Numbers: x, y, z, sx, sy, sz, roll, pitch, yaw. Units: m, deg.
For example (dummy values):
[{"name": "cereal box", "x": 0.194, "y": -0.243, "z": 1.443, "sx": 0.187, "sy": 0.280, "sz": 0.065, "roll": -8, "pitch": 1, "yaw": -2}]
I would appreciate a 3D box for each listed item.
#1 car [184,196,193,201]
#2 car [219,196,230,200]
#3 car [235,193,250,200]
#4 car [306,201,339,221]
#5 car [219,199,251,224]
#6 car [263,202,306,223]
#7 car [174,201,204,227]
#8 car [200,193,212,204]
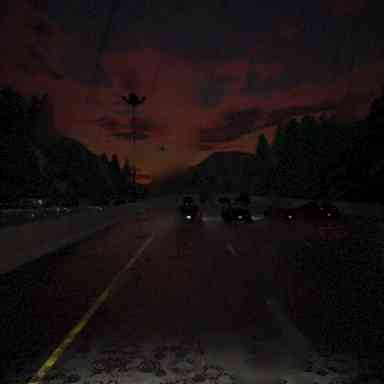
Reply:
[{"name": "car", "x": -0.699, "y": 1.510, "z": 65.467, "sx": 1.837, "sy": 1.490, "sz": 4.892, "roll": 0, "pitch": 0, "yaw": -1}, {"name": "car", "x": 6.312, "y": 1.474, "z": 65.190, "sx": 1.882, "sy": 1.535, "sz": 5.008, "roll": 0, "pitch": 0, "yaw": -1}, {"name": "car", "x": 9.820, "y": 1.213, "z": 64.798, "sx": 2.150, "sy": 2.045, "sz": 5.566, "roll": 0, "pitch": 0, "yaw": -1}, {"name": "car", "x": 10.223, "y": 1.481, "z": 27.277, "sx": 2.128, "sy": 1.511, "sz": 4.902, "roll": 0, "pitch": 0, "yaw": -1}, {"name": "car", "x": 3.252, "y": 1.523, "z": 24.961, "sx": 1.812, "sy": 1.442, "sz": 4.674, "roll": 0, "pitch": 0, "yaw": -1}, {"name": "car", "x": 6.752, "y": 1.519, "z": 25.265, "sx": 1.812, "sy": 1.442, "sz": 4.674, "roll": 0, "pitch": 0, "yaw": -1}, {"name": "car", "x": -0.227, "y": 1.566, "z": 23.090, "sx": 1.994, "sy": 1.385, "sz": 4.181, "roll": 0, "pitch": 0, "yaw": -1}, {"name": "car", "x": 2.808, "y": 1.222, "z": 65.484, "sx": 2.150, "sy": 2.045, "sz": 5.566, "roll": 0, "pitch": 0, "yaw": -1}]
